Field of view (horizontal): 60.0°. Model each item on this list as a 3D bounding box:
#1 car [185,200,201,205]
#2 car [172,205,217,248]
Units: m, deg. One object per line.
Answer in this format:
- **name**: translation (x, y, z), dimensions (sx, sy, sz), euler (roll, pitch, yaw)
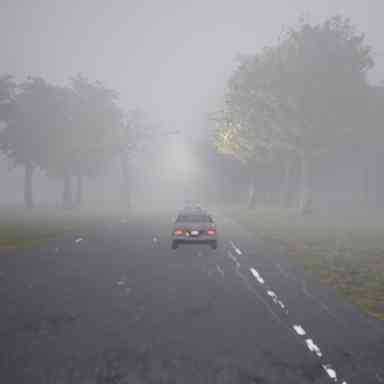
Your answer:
- **car**: translation (0.096, 1.578, 39.760), dimensions (1.895, 1.301, 4.718), euler (0, 0, 0)
- **car**: translation (0.100, 1.542, 14.706), dimensions (2.033, 1.411, 5.357), euler (0, 0, 0)
